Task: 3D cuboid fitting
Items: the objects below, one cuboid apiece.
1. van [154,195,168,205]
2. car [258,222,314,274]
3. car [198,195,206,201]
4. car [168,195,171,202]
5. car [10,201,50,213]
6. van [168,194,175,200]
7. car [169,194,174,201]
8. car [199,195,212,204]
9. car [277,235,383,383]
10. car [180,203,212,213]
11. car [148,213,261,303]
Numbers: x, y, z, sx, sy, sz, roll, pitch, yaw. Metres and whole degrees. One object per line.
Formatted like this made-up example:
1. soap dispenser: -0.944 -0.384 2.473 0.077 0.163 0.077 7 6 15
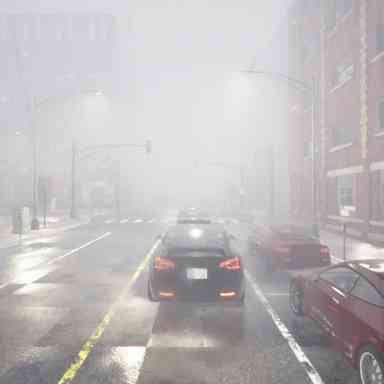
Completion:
1. van: -5.736 1.359 59.537 1.690 1.788 3.998 1 0 0
2. car: 2.827 1.585 10.253 1.802 1.307 4.206 1 0 0
3. car: 2.612 1.597 87.768 1.947 1.339 4.313 1 0 0
4. car: -5.746 1.603 65.189 1.802 1.307 4.206 1 0 0
5. car: -18.750 1.730 38.614 4.313 1.339 1.947 0 -1 0
6. van: -5.771 1.376 93.451 1.690 1.788 3.998 1 0 0
7. car: -5.757 1.607 76.494 1.802 1.307 4.206 1 0 0
8. car: 2.641 1.544 59.677 1.752 1.417 4.829 1 0 0
9. car: 2.663 1.583 4.597 1.802 1.307 4.206 1 0 0
10. car: 0.083 1.552 17.570 2.033 1.411 5.357 0 0 -1
11. car: 0.092 1.506 8.298 2.163 1.488 4.792 0 0 0
